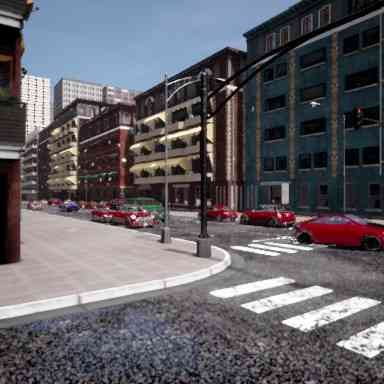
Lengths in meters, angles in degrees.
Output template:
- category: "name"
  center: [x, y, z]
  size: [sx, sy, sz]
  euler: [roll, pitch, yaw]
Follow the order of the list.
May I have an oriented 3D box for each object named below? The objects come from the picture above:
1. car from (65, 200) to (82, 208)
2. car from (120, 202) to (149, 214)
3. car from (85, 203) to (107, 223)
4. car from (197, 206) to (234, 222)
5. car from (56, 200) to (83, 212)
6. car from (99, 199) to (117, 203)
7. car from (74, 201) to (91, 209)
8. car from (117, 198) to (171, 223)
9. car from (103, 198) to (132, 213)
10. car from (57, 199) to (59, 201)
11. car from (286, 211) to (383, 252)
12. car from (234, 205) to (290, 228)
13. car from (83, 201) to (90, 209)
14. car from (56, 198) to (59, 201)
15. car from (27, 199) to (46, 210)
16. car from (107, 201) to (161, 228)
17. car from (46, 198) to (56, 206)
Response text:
- category: "car"
  center: [-23.206, 2.372, 65.048]
  size: [1.947, 1.339, 4.313]
  euler: [-1, 0, -35]
- category: "car"
  center: [-7.354, 2.033, 42.280]
  size: [1.947, 1.339, 4.313]
  euler: [-1, 0, -35]
- category: "car"
  center: [-7.468, 1.901, 28.653]
  size: [1.802, 1.307, 4.206]
  euler: [-1, 0, -35]
- category: "car"
  center: [2.161, 1.844, 28.623]
  size: [1.802, 1.307, 4.206]
  euler: [-1, 0, -35]
- category: "car"
  center: [-17.720, 2.189, 47.836]
  size: [1.895, 1.301, 4.718]
  euler: [0, -1, -34]
- category: "car"
  center: [-9.408, 1.990, 40.934]
  size: [1.812, 1.442, 4.674]
  euler: [0, -1, -35]
- category: "car"
  center: [-20.036, 2.321, 60.495]
  size: [1.802, 1.307, 4.206]
  euler: [-1, 0, -35]
- category: "car"
  center: [-3.954, 1.512, 27.935]
  size: [2.150, 2.045, 5.566]
  euler: [0, -1, -35]
- category: "car"
  center: [-10.528, 1.850, 46.835]
  size: [2.192, 1.841, 5.009]
  euler: [-1, 0, -35]
- category: "car"
  center: [-22.096, 2.336, 59.150]
  size: [1.895, 1.301, 4.718]
  euler: [0, -1, -35]
- category: "car"
  center: [6.604, 1.644, 14.354]
  size: [4.181, 1.385, 1.994]
  euler: [-1, -1, 41]
- category: "car"
  center: [5.333, 1.634, 24.072]
  size: [1.967, 1.590, 4.097]
  euler: [-1, 0, -35]
- category: "car"
  center: [-16.865, 2.253, 55.941]
  size: [1.802, 1.307, 4.206]
  euler: [-1, 0, -35]
- category: "car"
  center: [-26.377, 2.424, 69.602]
  size: [2.008, 1.369, 4.403]
  euler: [-1, 0, -35]
- category: "car"
  center: [-26.493, 2.168, 55.975]
  size: [1.967, 1.590, 4.097]
  euler: [-1, 0, -35]
- category: "car"
  center: [-4.299, 1.691, 24.099]
  size: [1.967, 1.590, 4.097]
  euler: [-1, 0, -35]
- category: "car"
  center: [-32.722, 2.323, 78.710]
  size: [2.192, 1.841, 5.009]
  euler: [-1, 0, -35]
